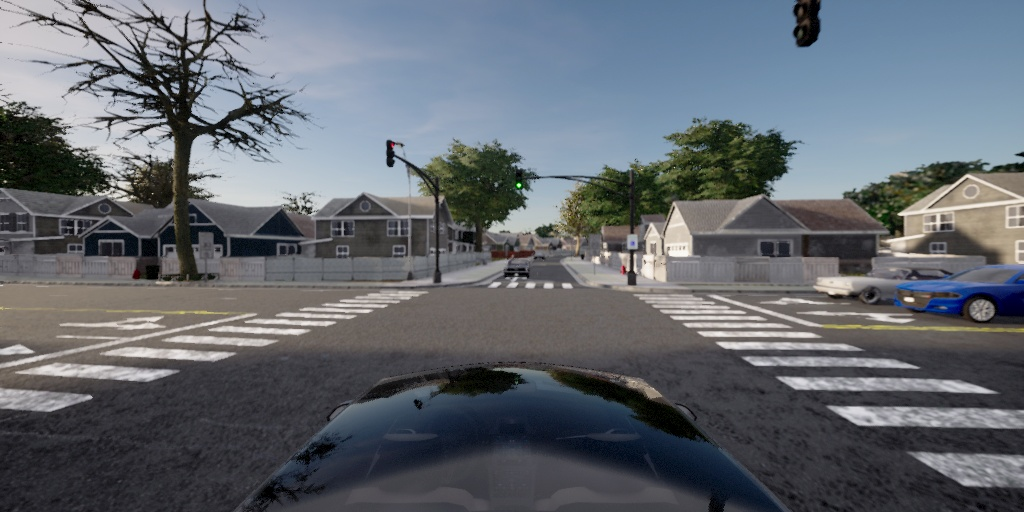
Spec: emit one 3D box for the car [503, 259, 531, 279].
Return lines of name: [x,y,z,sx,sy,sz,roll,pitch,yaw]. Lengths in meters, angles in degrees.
car: [0.438,0.924,26.566,1.895,1.301,4.718,0,1,4]

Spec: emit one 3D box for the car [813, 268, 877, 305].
car: [14.248,1.066,13.282,4.718,1.301,1.895,0,1,7]

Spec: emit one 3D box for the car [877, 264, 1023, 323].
car: [13.952,0.976,10.041,5.008,1.535,1.882,0,1,7]
